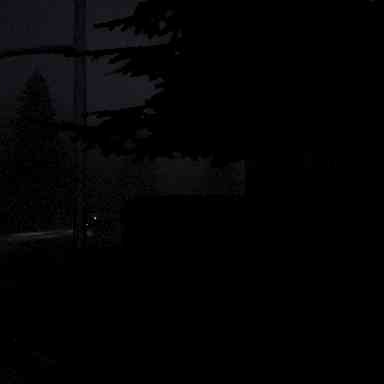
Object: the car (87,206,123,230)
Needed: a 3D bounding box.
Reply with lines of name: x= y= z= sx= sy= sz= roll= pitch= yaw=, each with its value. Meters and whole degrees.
car: x=-4.910 y=1.585 z=21.308 sx=1.895 sy=1.301 sz=4.718 roll=0 pitch=0 yaw=36
